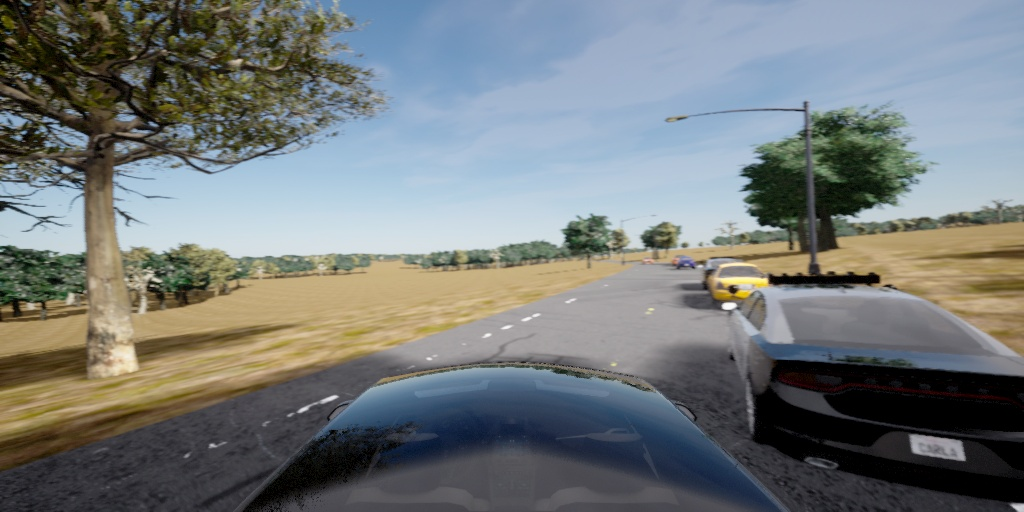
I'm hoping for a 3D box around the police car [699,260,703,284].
[{"bbox_3d":[11.142,0.813,19.088,1.930,1.638,5.238,-3,0,25],"label":"police car"}]

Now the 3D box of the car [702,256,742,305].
[{"bbox_3d":[8.552,0.919,13.727,1.801,1.575,5.366,-3,0,26],"label":"car"}]

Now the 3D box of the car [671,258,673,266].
[{"bbox_3d":[24.062,0.604,51.343,2.097,1.767,4.553,-2,-1,21],"label":"car"}]

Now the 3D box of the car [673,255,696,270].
[{"bbox_3d":[19.736,0.770,40.807,1.812,1.442,4.674,-3,-1,23],"label":"car"}]

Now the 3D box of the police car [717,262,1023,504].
[{"bbox_3d":[3.990,1.025,4.674,1.930,1.638,5.238,-3,0,27],"label":"police car"}]
